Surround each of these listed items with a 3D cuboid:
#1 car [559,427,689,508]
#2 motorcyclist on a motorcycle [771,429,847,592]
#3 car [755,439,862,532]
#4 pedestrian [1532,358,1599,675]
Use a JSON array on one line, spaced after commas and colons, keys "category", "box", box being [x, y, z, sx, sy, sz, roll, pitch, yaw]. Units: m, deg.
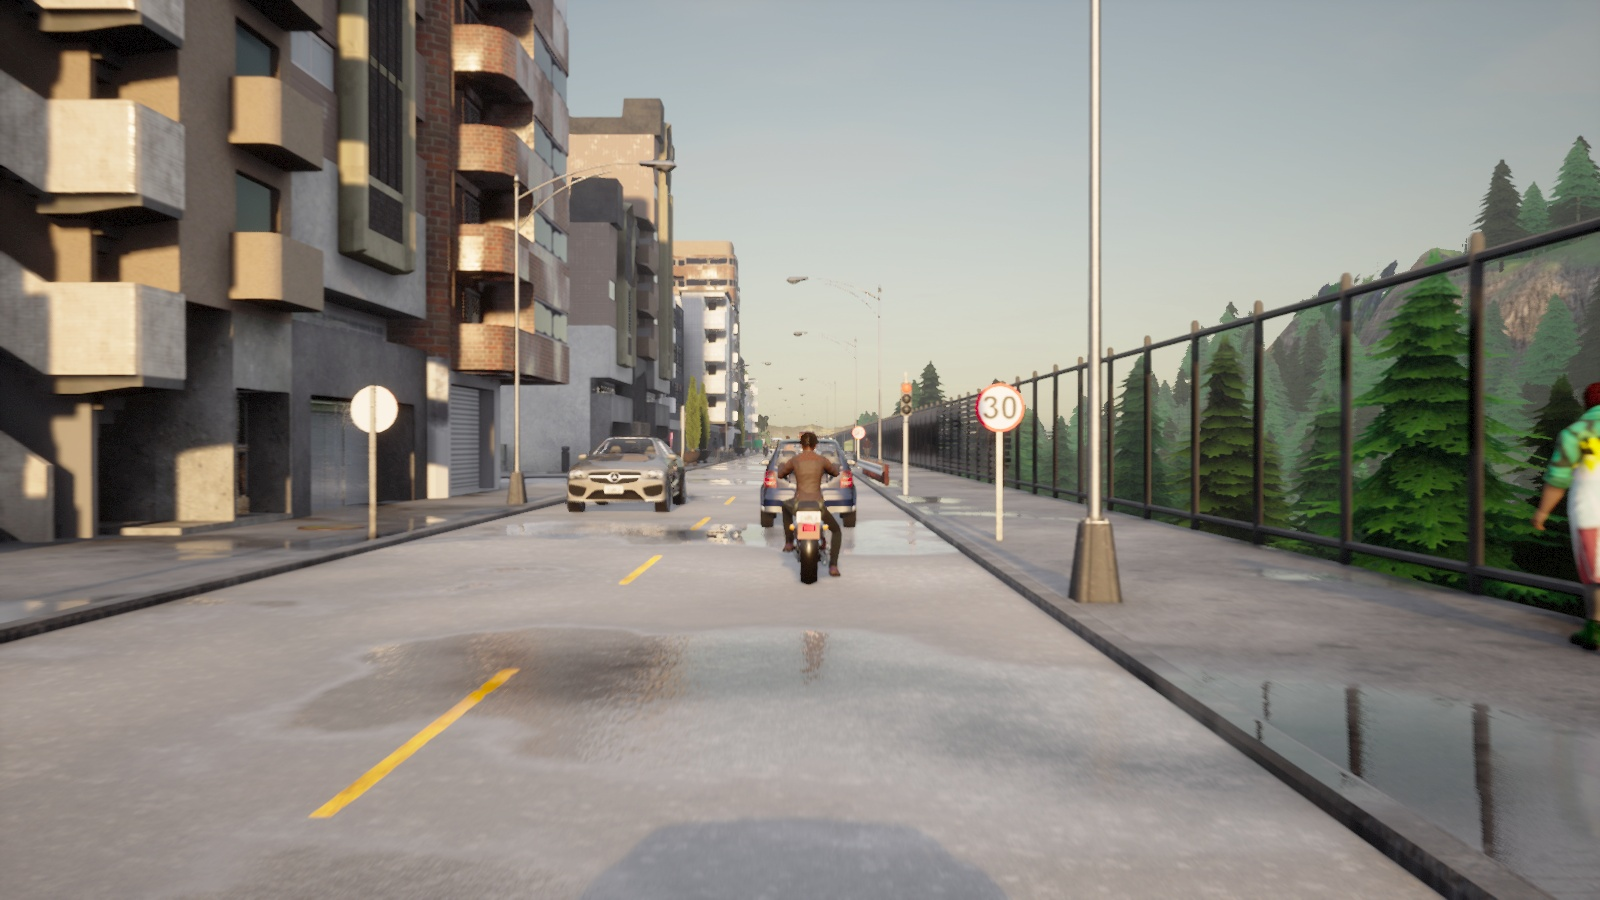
[{"category": "car", "box": [-3.802, 0.341, 28.074, 2.152, 1.651, 5.027, 0, 0, 0]}, {"category": "motorcyclist on a motorcycle", "box": [0.096, 0.607, 13.882, 0.766, 1.649, 2.350, 0, 0, 0]}, {"category": "car", "box": [0.149, 0.577, 22.903, 1.789, 1.549, 3.705, 0, 0, 0]}, {"category": "pedestrian", "box": [5.262, 0.409, 8.032, 0.659, 1.952, 0.873, 0, 0, 2]}]
